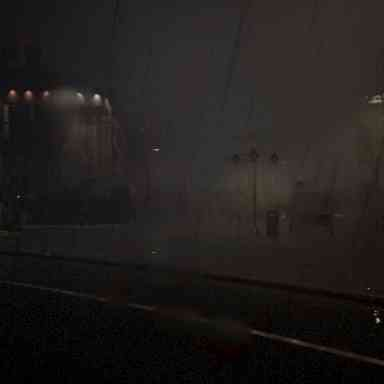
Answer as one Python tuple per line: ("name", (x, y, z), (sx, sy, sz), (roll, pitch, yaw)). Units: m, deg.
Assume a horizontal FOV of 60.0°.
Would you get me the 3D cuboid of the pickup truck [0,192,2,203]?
("pickup truck", (-16.168, 0.968, 30.219), (2.390, 2.098, 6.274), (0, 0, -7))
